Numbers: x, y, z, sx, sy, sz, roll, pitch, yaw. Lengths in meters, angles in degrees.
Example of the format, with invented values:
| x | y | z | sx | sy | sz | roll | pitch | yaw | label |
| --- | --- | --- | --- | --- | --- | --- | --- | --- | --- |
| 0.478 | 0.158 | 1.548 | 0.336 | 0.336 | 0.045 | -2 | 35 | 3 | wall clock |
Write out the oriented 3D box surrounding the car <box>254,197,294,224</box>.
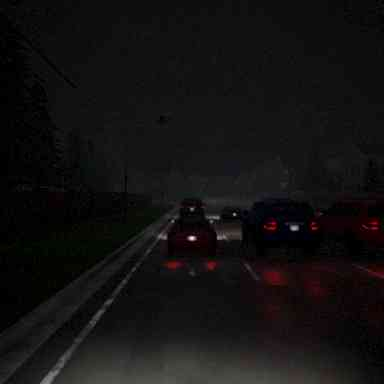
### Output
| x | y | z | sx | sy | sz | roll | pitch | yaw | label |
| --- | --- | --- | --- | --- | --- | --- | --- | --- | --- |
| 7.000 | 1.488 | 29.029 | 2.150 | 2.045 | 5.566 | 0 | 0 | 0 | car |

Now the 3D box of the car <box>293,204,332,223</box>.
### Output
| x | y | z | sx | sy | sz | roll | pitch | yaw | label |
| --- | --- | --- | --- | --- | --- | --- | --- | --- | --- |
| 10.504 | 1.839 | 29.333 | 1.994 | 1.385 | 4.181 | 0 | 0 | 0 | car |

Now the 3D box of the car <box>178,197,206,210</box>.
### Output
| x | y | z | sx | sy | sz | roll | pitch | yaw | label |
| --- | --- | --- | --- | --- | --- | --- | --- | --- | --- |
| 0.000 | 1.488 | 29.029 | 2.150 | 2.045 | 5.566 | 0 | 0 | 0 | car |

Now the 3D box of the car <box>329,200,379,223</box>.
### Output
| x | y | z | sx | sy | sz | roll | pitch | yaw | label |
| --- | --- | --- | --- | --- | --- | --- | --- | --- | --- |
| 14.002 | 1.622 | 29.089 | 2.097 | 1.767 | 4.553 | 0 | -1 | 0 | car |

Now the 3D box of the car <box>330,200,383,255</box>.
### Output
| x | y | z | sx | sy | sz | roll | pitch | yaw | label |
| --- | --- | --- | --- | --- | --- | --- | --- | --- | --- |
| 7.001 | 1.348 | 14.030 | 2.150 | 2.045 | 5.566 | 0 | 0 | 0 | car |

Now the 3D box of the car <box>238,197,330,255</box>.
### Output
| x | y | z | sx | sy | sz | roll | pitch | yaw | label |
| --- | --- | --- | --- | --- | --- | --- | --- | --- | --- |
| 3.501 | 1.348 | 14.030 | 2.150 | 2.045 | 5.566 | 0 | 0 | 0 | car |

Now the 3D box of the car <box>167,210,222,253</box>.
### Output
| x | y | z | sx | sy | sz | roll | pitch | yaw | label |
| --- | --- | --- | --- | --- | --- | --- | --- | --- | --- |
| 0.005 | 1.699 | 14.286 | 1.994 | 1.385 | 4.181 | 0 | 0 | 0 | car |

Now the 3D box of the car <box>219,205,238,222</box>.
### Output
| x | y | z | sx | sy | sz | roll | pitch | yaw | label |
| --- | --- | --- | --- | --- | --- | --- | --- | --- | --- |
| 3.505 | 1.838 | 29.285 | 1.994 | 1.385 | 4.181 | 0 | 0 | 0 | car |
